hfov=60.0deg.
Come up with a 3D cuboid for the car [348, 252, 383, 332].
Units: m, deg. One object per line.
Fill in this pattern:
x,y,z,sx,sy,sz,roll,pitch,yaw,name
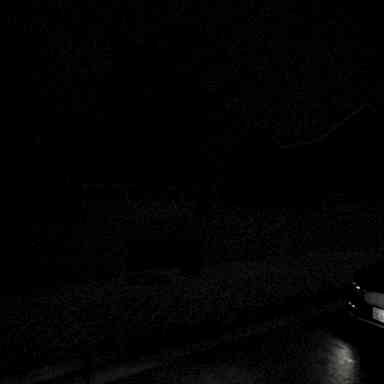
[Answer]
4.871,1.538,5.975,4.902,1.511,2.128,1,0,-30,car
